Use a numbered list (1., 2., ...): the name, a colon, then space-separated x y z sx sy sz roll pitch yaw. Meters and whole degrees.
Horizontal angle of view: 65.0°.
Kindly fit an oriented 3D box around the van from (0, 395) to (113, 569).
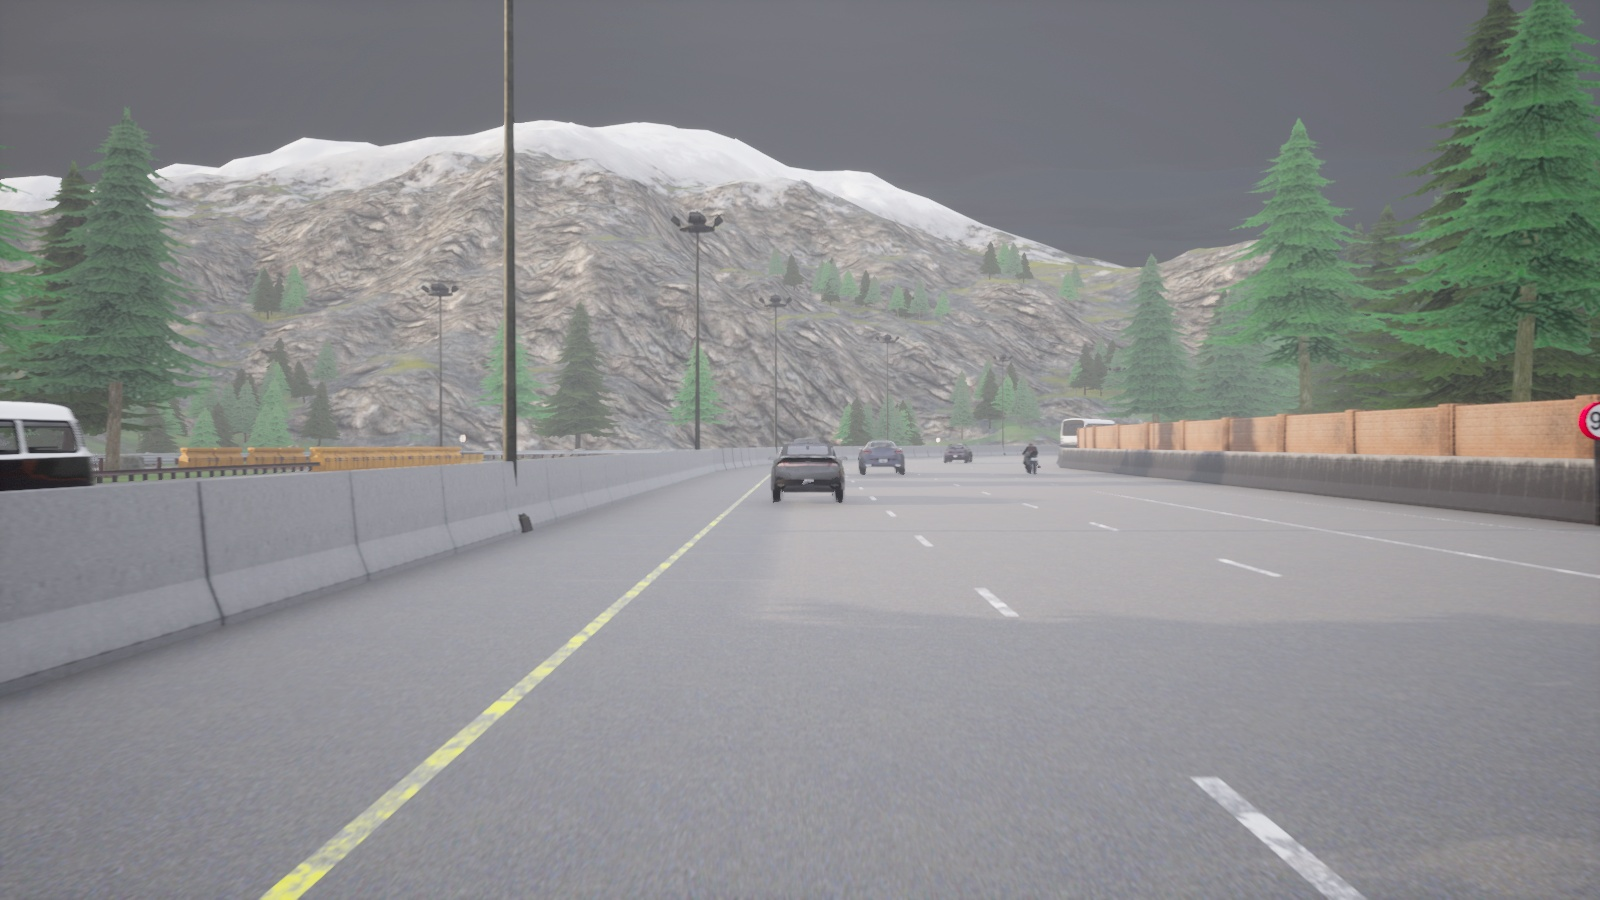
1. van: -10.400 0.378 14.867 2.069 2.038 4.480 0 0 0

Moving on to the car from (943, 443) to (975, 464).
1. car: 11.753 0.247 92.632 1.816 1.474 4.193 0 0 14

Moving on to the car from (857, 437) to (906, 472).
1. car: 3.911 0.185 60.877 2.152 1.651 5.027 0 0 1

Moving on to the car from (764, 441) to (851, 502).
1. car: 0.205 0.515 33.294 2.128 1.511 4.902 0 0 0

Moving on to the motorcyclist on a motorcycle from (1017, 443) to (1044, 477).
1. motorcyclist on a motorcycle: 10.869 0.456 59.248 0.866 1.530 2.191 0 0 1
